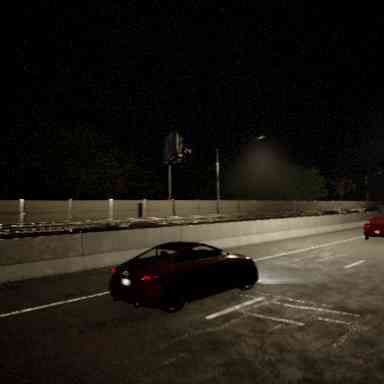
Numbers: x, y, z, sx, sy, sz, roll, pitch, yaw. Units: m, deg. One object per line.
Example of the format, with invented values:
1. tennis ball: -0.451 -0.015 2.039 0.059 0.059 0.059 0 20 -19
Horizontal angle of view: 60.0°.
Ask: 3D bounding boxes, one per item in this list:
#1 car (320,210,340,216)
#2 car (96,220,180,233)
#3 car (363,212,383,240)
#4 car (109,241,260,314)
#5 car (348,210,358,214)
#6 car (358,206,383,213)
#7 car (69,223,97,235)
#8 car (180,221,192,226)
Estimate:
1. car: 23.907 3.866 57.319 4.674 1.442 1.812 2 -4 -44
2. car: -3.229 2.626 20.708 4.674 1.442 1.812 2 -4 -45
3. car: 12.726 2.258 21.474 5.008 1.535 1.882 2 -4 -45
4. car: -0.042 2.010 8.827 4.181 1.385 1.994 1 -4 -45
5. car: 28.172 3.763 56.597 5.357 1.411 2.033 2 -4 -44
6. car: 28.753 3.200 52.316 5.566 2.045 2.150 1 -4 -44
7. car: -7.239 3.080 26.577 4.718 1.301 1.895 2 -4 -45
8. car: -1.998 2.975 26.846 4.718 1.301 1.895 2 -4 -45
